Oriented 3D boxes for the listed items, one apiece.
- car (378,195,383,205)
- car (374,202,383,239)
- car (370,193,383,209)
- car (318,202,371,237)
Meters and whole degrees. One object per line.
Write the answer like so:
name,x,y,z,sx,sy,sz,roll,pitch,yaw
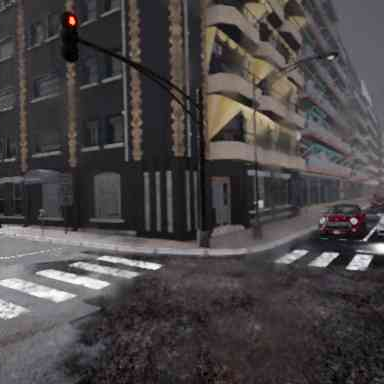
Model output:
car,29.432,1.227,50.474,1.752,1.417,4.829,-2,-1,33
car,10.158,1.413,16.124,1.812,1.442,4.674,-2,0,33
car,23.364,1.087,41.168,2.192,1.841,5.009,-2,-1,33
car,7.985,1.388,17.541,1.967,1.590,4.097,-2,-1,33
